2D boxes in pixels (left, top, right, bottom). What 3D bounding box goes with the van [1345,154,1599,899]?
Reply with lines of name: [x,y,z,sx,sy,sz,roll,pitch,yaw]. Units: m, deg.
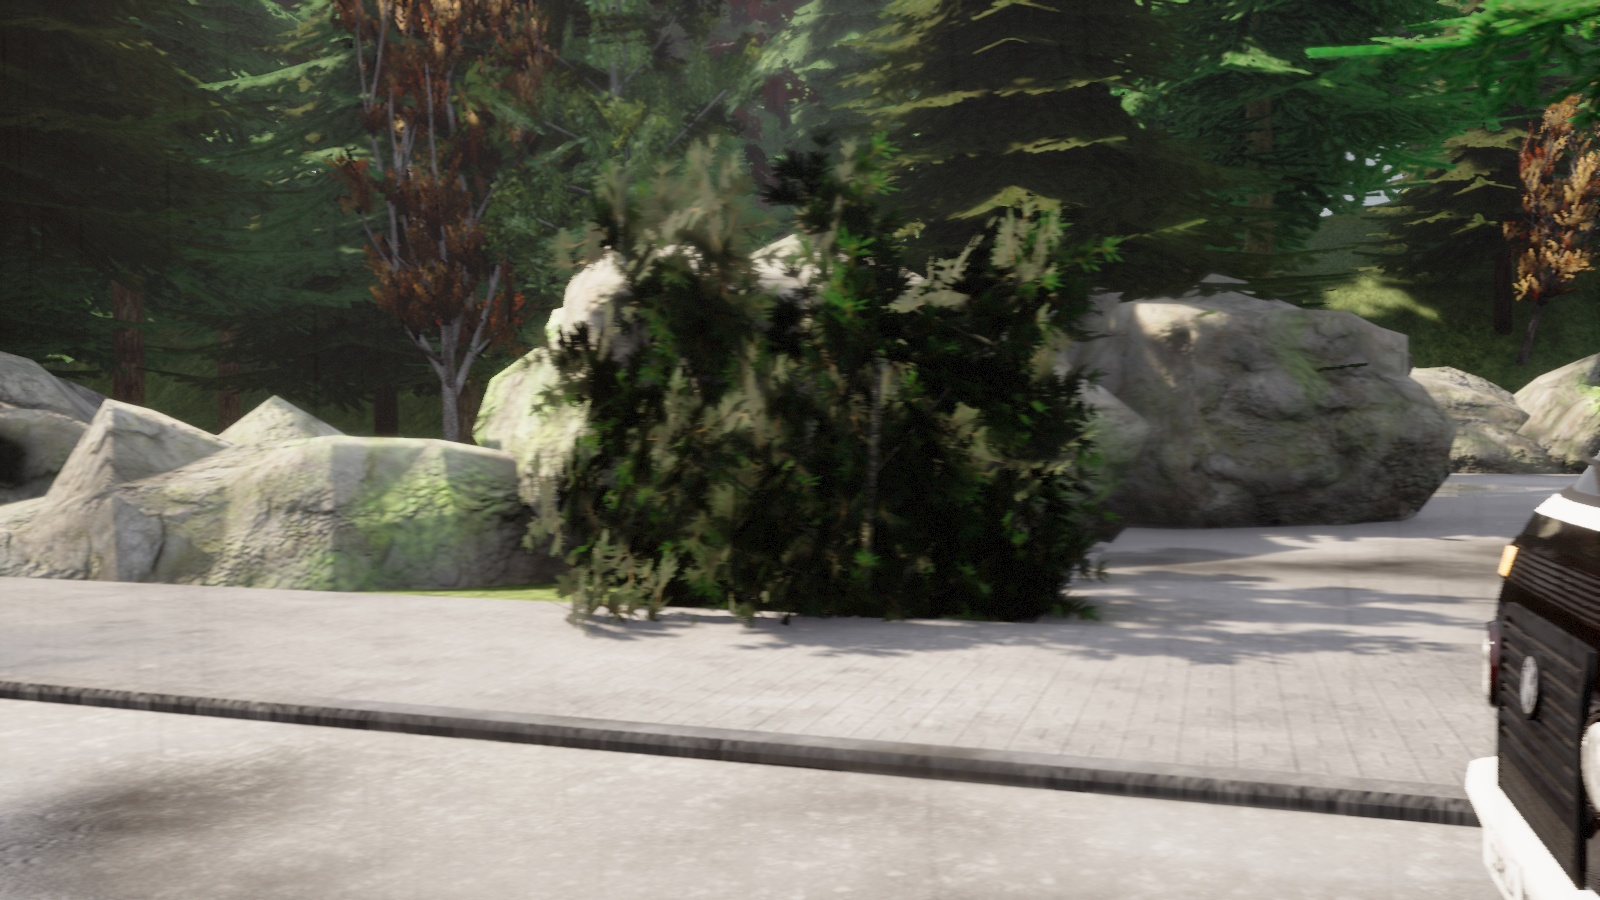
van: [3.627,0.526,2.496,4.480,2.038,2.069,1,1,19]
